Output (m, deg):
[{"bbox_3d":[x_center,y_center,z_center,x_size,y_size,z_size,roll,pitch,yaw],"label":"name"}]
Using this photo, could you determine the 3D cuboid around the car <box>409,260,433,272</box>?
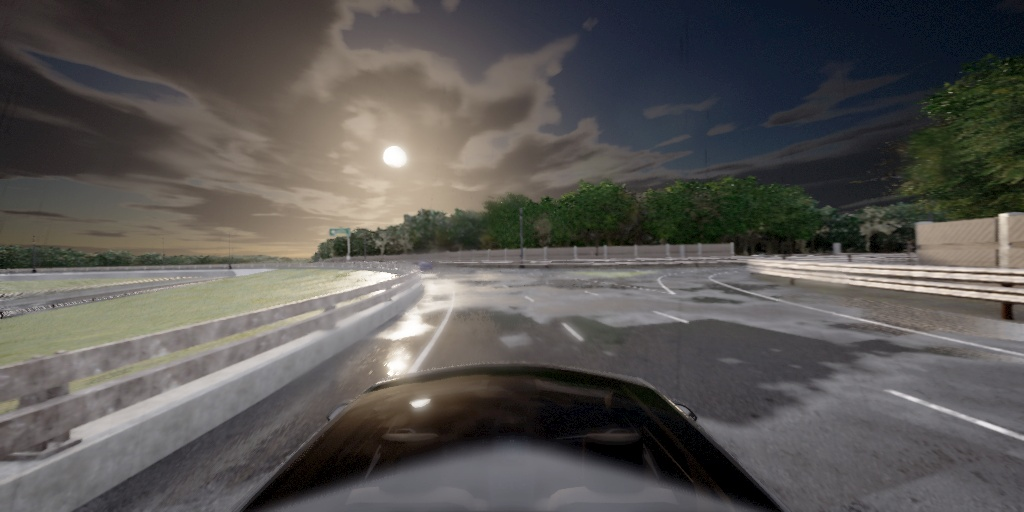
[{"bbox_3d":[-13.061,1.511,52.450,1.882,1.535,5.008,-1,0,-31],"label":"car"}]
